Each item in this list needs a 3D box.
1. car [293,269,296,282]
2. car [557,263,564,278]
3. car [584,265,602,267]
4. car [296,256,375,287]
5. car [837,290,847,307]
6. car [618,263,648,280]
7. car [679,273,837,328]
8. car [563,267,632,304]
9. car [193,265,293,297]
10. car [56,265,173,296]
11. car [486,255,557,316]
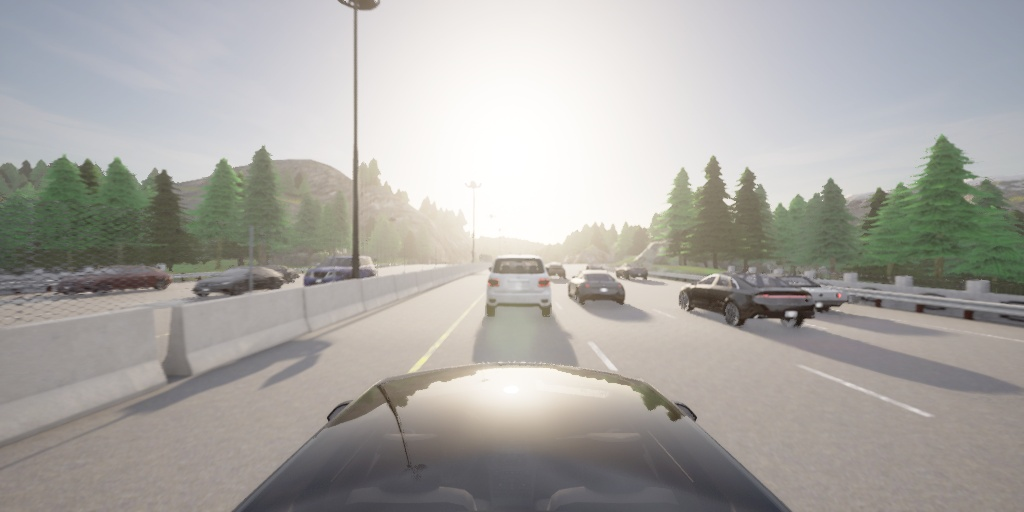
[{"bbox_3d":[-17.260,1.310,25.342,2.033,1.411,5.357,0,0,1],"label":"car"},{"bbox_3d":[4.020,1.410,34.319,1.837,1.490,4.892,0,0,1],"label":"car"},{"bbox_3d":[7.511,1.517,33.592,1.895,1.301,4.718,0,0,1],"label":"car"},{"bbox_3d":[-10.325,0.996,21.985,2.150,2.045,5.566,0,0,1],"label":"car"},{"bbox_3d":[10.759,1.428,14.760,1.895,1.301,4.718,0,0,1],"label":"car"},{"bbox_3d":[11.007,1.421,33.260,2.128,1.511,4.902,0,0,1],"label":"car"},{"bbox_3d":[7.218,1.289,11.645,2.128,1.511,4.902,0,0,1],"label":"car"},{"bbox_3d":[3.784,1.371,16.655,1.994,1.385,4.181,0,0,1],"label":"car"},{"bbox_3d":[-13.878,1.267,18.648,1.812,1.442,4.674,0,0,1],"label":"car"},{"bbox_3d":[-20.871,1.239,19.170,1.812,1.442,4.674,0,0,1],"label":"car"},{"bbox_3d":[0.256,0.997,13.615,2.150,2.045,5.566,0,0,1],"label":"car"}]
